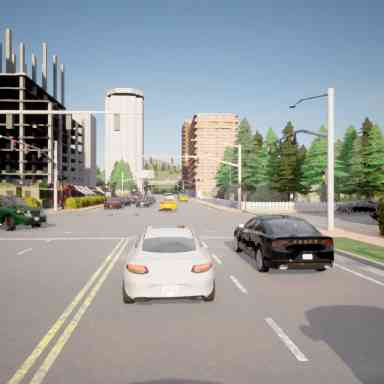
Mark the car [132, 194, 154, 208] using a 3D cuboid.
[{"bbox_3d":[-7.137,1.492,48.828,2.128,1.511,4.902,0,0,-4],"label":"car"}]

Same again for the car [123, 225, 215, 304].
[{"bbox_3d":[-0.581,1.526,8.098,1.812,1.442,4.674,0,0,-5],"label":"car"}]

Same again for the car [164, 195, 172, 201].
[{"bbox_3d":[-6.225,1.524,86.339,1.812,1.442,4.674,0,0,-4],"label":"car"}]

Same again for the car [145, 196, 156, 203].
[{"bbox_3d":[-8.447,1.547,68.365,2.033,1.411,5.357,0,0,-4],"label":"car"}]

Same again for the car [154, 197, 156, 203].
[{"bbox_3d":[-7.774,1.491,57.938,2.128,1.511,4.902,0,0,-4],"label":"car"}]

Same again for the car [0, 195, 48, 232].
[{"bbox_3d":[-11.509,1.223,20.294,5.566,2.045,2.150,0,-1,22],"label":"car"}]

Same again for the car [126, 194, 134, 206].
[{"bbox_3d":[-10.946,1.478,53.084,1.882,1.535,5.008,0,0,-4],"label":"car"}]

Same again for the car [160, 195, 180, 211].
[{"bbox_3d":[-2.858,1.477,40.711,1.882,1.535,5.008,1,0,-1],"label":"car"}]

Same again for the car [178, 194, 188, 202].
[{"bbox_3d":[-2.039,1.470,76.910,1.882,1.535,5.008,0,0,-4],"label":"car"}]

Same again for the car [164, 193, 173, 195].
[{"bbox_3d":[-4.745,1.221,66.984,2.150,2.045,5.566,0,0,-5],"label":"car"}]

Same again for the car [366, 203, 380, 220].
[{"bbox_3d":[15.133,1.601,23.159,4.718,1.301,1.895,0,0,-3],"label":"car"}]

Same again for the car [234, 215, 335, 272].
[{"bbox_3d":[2.686,1.478,10.834,1.882,1.535,5.008,0,0,-5],"label":"car"}]

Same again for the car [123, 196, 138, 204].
[{"bbox_3d":[-11.632,1.547,63.225,2.033,1.411,5.357,0,0,-4],"label":"car"}]

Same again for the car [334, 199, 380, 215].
[{"bbox_3d":[17.085,1.491,33.960,4.902,1.511,2.128,0,0,-3],"label":"car"}]

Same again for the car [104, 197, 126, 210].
[{"bbox_3d":[-10.287,1.478,43.758,1.882,1.535,5.008,0,0,-4],"label":"car"}]

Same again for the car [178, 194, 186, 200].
[{"bbox_3d":[-2.724,1.304,86.458,1.882,1.535,5.008,0,0,-4],"label":"car"}]
